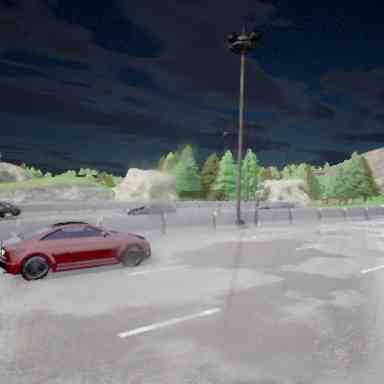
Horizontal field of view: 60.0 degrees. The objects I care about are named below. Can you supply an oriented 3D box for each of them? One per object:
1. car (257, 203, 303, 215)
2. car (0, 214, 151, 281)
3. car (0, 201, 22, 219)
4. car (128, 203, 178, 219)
[{"bbox_3d":[8.306,1.708,31.282,5.357,1.411,2.033,1,0,-37],"label":"car"},{"bbox_3d":[-3.341,1.570,9.961,4.181,1.385,1.994,0,0,-36],"label":"car"},{"bbox_3d":[-16.419,1.507,26.663,4.892,1.490,1.837,0,0,-35],"label":"car"},{"bbox_3d":[-3.165,1.617,27.491,4.181,1.385,1.994,0,0,-35],"label":"car"}]
